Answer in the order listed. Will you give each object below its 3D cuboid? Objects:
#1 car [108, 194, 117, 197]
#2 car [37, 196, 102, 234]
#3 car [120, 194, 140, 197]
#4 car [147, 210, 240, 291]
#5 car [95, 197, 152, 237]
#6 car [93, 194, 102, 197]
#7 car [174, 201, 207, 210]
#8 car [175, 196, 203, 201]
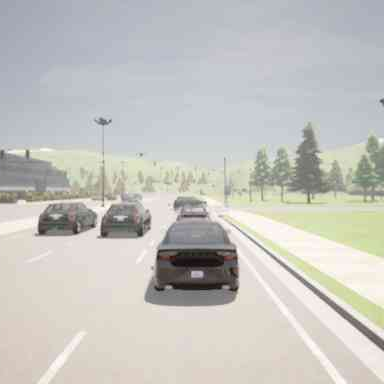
[{"bbox_3d":[-19.772,1.489,81.480,1.895,1.301,4.718,0,0,0],"label":"car"},{"bbox_3d":[-6.946,1.327,19.060,2.097,1.767,4.553,0,0,0],"label":"car"},{"bbox_3d":[-7.689,1.434,43.563,2.128,1.511,4.902,0,0,-2],"label":"car"},{"bbox_3d":[0.100,1.466,9.018,1.882,1.535,5.008,0,0,0],"label":"car"},{"bbox_3d":[-3.440,1.328,18.086,2.097,1.767,4.553,0,0,0],"label":"car"},{"bbox_3d":[-23.272,1.249,81.521,2.097,1.767,4.553,0,0,0],"label":"car"},{"bbox_3d":[0.070,1.467,18.436,2.128,1.511,4.902,0,0,0],"label":"car"},{"bbox_3d":[-0.177,1.296,42.625,2.097,1.767,4.553,1,1,42],"label":"car"}]
